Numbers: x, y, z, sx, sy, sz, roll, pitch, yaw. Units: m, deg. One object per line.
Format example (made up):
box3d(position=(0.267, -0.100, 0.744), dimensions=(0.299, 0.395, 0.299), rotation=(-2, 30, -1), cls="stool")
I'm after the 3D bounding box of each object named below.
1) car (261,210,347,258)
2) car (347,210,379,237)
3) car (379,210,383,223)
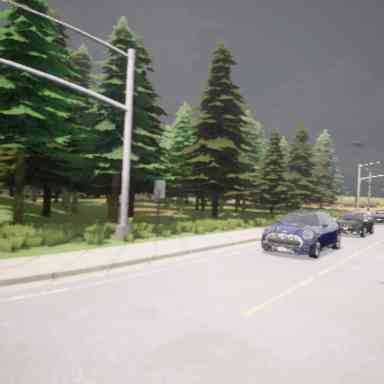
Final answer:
box3d(position=(4.704, 1.584, 14.040), dimensions=(2.097, 1.767, 4.553), rotation=(2, 0, 37), cls="car")
box3d(position=(10.645, 2.018, 21.818), dimensions=(1.837, 1.490, 4.892), rotation=(2, 0, 37), cls="car")
box3d(position=(18.522, 2.450, 32.427), dimensions=(1.994, 1.385, 4.181), rotation=(2, 0, 37), cls="car")
